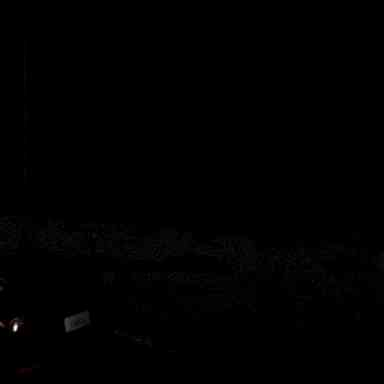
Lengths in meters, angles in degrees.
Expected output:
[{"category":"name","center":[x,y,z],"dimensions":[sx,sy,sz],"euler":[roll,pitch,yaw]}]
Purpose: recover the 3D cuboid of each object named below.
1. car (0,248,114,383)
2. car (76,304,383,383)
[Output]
[{"category":"car","center":[-3.044,1.556,5.134],"dimensions":[4.313,1.339,1.947],"euler":[0,0,35]},{"category":"car","center":[1.524,1.566,1.878],"dimensions":[4.313,1.339,1.947],"euler":[0,0,35]}]
